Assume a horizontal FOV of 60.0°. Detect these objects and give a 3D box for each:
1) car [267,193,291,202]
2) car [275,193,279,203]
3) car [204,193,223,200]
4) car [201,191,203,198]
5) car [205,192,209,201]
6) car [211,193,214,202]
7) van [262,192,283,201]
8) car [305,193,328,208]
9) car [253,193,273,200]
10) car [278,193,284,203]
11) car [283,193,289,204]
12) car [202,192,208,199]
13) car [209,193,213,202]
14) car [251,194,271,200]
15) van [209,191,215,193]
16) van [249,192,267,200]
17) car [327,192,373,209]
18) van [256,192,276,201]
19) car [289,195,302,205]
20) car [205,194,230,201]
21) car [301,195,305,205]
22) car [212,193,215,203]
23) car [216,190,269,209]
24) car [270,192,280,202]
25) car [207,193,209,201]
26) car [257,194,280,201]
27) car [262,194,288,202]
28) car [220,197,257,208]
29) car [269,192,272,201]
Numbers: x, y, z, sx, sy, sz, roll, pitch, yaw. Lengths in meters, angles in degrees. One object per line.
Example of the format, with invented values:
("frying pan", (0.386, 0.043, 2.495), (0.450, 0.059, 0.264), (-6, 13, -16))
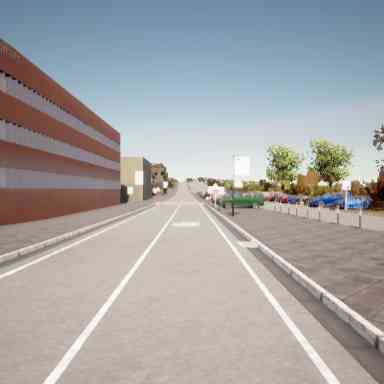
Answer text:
("car", (18.211, 1.172, 69.804), (4.553, 1.767, 2.185), (0, 0, -1))
("car", (18.373, 1.342, 61.211), (4.792, 1.488, 2.163), (0, 0, -1))
("car", (5.381, 1.149, 83.498), (4.553, 1.767, 2.185), (0, 0, -1))
("car", (5.485, 1.033, 77.848), (5.566, 2.045, 2.435), (0, 0, -1))
("car", (5.857, 1.300, 66.550), (5.366, 1.575, 1.946), (0, 0, -1))
("car", (5.889, 1.363, 55.246), (4.674, 1.452, 2.002), (0, 0, -1))
("van", (18.191, 1.062, 75.325), (4.442, 1.987, 1.878), (0, 0, -1))
("car", (18.640, 1.085, 44.394), (5.566, 2.045, 2.435), (0, 0, -1))
("car", (17.883, 1.148, 83.918), (4.553, 1.767, 2.185), (0, 0, -1))
("car", (18.393, 1.318, 58.387), (5.008, 1.535, 2.097), (0, 0, -1))
("car", (18.446, 1.322, 55.564), (5.008, 1.535, 2.097), (0, 0, -1))
("car", (5.432, 1.296, 69.368), (5.366, 1.575, 1.946), (0, 0, -1))
("car", (5.804, 1.348, 58.071), (4.792, 1.488, 2.163), (0, 0, -1))
("car", (17.895, 1.299, 86.617), (4.792, 1.488, 2.163), (0, 0, -1))
("van", (5.896, 1.087, 60.898), (4.442, 1.987, 1.878), (0, 0, -1))
("van", (17.692, 1.038, 89.439), (4.442, 1.987, 1.878), (0, 0, -1))
("car", (18.716, 1.204, 38.615), (4.553, 1.767, 2.185), (0, 1, -1))
("van", (18.087, 1.053, 80.974), (4.442, 1.987, 1.878), (0, 0, -1))
("car", (18.501, 1.328, 52.740), (4.892, 1.521, 2.231), (0, 0, -1))
("car", (5.696, 1.286, 75.026), (5.366, 1.575, 1.946), (0, 0, -1))
("car", (18.623, 1.335, 47.095), (4.892, 1.521, 2.231), (0, 0, -1))
("car", (5.938, 1.368, 52.421), (4.674, 1.452, 2.002), (0, 0, -1))
("car", (6.127, 1.086, 41.119), (5.566, 2.045, 2.435), (0, 0, -1))
("car", (18.292, 1.308, 64.158), (5.008, 1.535, 2.097), (0, 0, -1))
("car", (5.723, 1.348, 63.722), (4.674, 1.452, 2.002), (0, 0, -1))
("car", (18.029, 1.285, 78.148), (4.892, 1.521, 2.231), (0, 0, -1))
("car", (18.132, 1.293, 72.627), (5.008, 1.535, 2.097), (0, 0, -1))
("car", (6.099, 1.376, 43.944), (4.674, 1.452, 2.002), (0, 0, -1))
("car", (18.229, 1.303, 66.981), (5.008, 1.535, 2.097), (0, 0, -1))
